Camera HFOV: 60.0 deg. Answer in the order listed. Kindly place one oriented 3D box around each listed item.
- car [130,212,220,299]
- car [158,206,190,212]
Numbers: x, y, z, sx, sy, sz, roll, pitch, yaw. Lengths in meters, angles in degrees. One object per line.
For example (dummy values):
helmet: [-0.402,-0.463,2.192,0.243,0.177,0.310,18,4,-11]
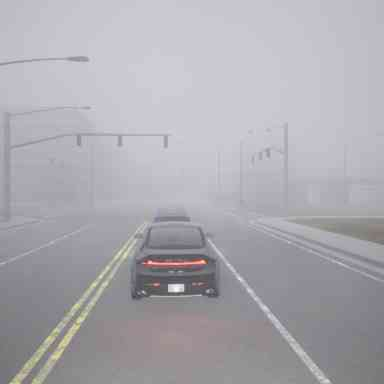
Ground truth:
car: [-0.445,1.505,8.484,1.837,1.490,4.892,0,0,-4]
car: [-1.086,1.478,17.956,1.882,1.535,5.008,0,0,-4]
